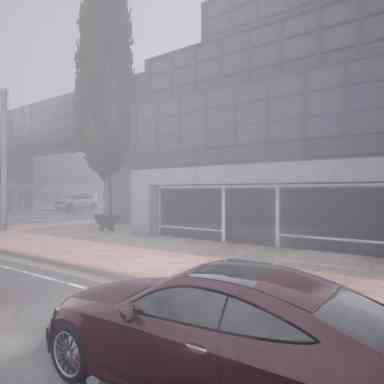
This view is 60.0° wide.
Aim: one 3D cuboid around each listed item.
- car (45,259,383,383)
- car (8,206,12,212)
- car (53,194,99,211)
[{"bbox_3d":[0.308,1.526,3.746,4.674,1.442,1.812,0,0,35],"label":"car"},{"bbox_3d":[-20.069,1.601,31.823,1.895,1.301,4.718,0,0,36],"label":"car"},{"bbox_3d":[-13.933,1.221,40.390,2.150,2.045,5.566,0,0,36],"label":"car"}]
